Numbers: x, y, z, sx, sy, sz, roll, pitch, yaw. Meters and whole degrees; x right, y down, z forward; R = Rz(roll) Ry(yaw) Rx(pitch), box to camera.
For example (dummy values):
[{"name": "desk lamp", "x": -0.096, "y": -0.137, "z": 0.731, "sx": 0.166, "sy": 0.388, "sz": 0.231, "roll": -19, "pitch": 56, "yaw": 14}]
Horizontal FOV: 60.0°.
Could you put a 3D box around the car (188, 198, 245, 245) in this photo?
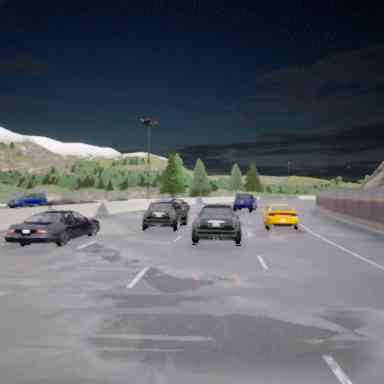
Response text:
[{"name": "car", "x": 1.241, "y": 1.355, "z": 15.712, "sx": 2.097, "sy": 1.767, "sz": 4.553, "roll": 0, "pitch": 0, "yaw": 7}]

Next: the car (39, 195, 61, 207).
[{"name": "car", "x": -17.656, "y": 1.498, "z": 45.160, "sx": 2.033, "sy": 1.411, "sz": 5.357, "roll": 0, "pitch": 0, "yaw": 17}]

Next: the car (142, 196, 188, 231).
[{"name": "car", "x": -1.549, "y": 1.347, "z": 20.861, "sx": 2.097, "sy": 1.767, "sz": 4.553, "roll": 0, "pitch": 0, "yaw": 9}]

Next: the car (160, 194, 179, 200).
[{"name": "car", "x": -5.476, "y": 1.137, "z": 81.596, "sx": 2.033, "sy": 1.411, "sz": 5.357, "roll": 0, "pitch": 0, "yaw": 30}]

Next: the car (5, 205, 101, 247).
[{"name": "car", "x": -5.944, "y": 1.531, "z": 14.983, "sx": 2.033, "sy": 1.411, "sz": 5.357, "roll": 0, "pitch": 0, "yaw": 7}]

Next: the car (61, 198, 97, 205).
[{"name": "car", "x": -14.499, "y": 1.560, "z": 43.550, "sx": 1.895, "sy": 1.301, "sz": 4.718, "roll": 0, "pitch": 0, "yaw": 17}]

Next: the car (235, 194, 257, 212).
[{"name": "car", "x": 6.293, "y": 1.238, "z": 39.129, "sx": 2.150, "sy": 2.045, "sz": 5.566, "roll": 0, "pitch": 0, "yaw": 17}]

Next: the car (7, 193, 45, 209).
[{"name": "car", "x": -21.644, "y": 1.160, "z": 44.003, "sx": 2.150, "sy": 2.045, "sz": 5.566, "roll": 0, "pitch": 0, "yaw": 16}]

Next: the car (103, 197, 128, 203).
[{"name": "car", "x": -10.318, "y": 1.477, "z": 45.121, "sx": 1.837, "sy": 1.490, "sz": 4.892, "roll": 0, "pitch": 0, "yaw": 18}]

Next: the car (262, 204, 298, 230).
[{"name": "car", "x": 5.645, "y": 1.493, "z": 21.611, "sx": 1.882, "sy": 1.535, "sz": 5.008, "roll": 0, "pitch": 0, "yaw": 9}]

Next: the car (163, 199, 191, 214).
[{"name": "car", "x": -1.598, "y": 1.520, "z": 36.997, "sx": 1.812, "sy": 1.442, "sz": 4.674, "roll": 0, "pitch": 0, "yaw": 15}]
